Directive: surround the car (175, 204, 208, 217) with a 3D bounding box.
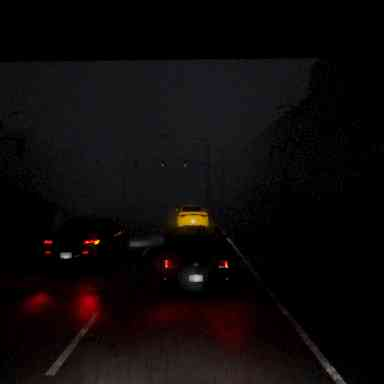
[{"bbox_3d":[-0.053,1.525,21.458,1.882,1.535,5.008,0,0,-3],"label":"car"}]

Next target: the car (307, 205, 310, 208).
[{"bbox_3d":[14.044,1.531,35.621,4.974,1.542,2.038,0,0,-45],"label":"car"}]

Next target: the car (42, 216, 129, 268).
[{"bbox_3d":[-3.403,1.551,11.300,1.812,1.442,4.674,0,0,0],"label":"car"}]

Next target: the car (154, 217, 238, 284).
[{"bbox_3d":[0.098,1.622,9.567,1.895,1.301,4.718,0,0,0],"label":"car"}]
